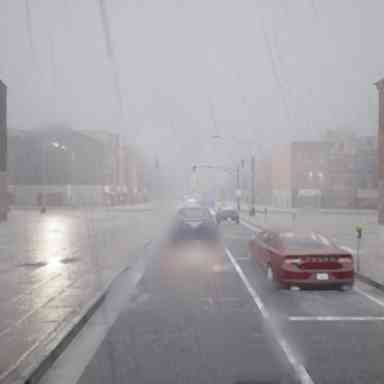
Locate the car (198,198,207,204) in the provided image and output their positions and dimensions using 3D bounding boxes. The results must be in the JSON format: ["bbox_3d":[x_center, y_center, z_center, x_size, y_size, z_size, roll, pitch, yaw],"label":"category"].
[{"bbox_3d":[2.691,2.255,84.520,1.967,1.590,4.097,-1,-1,0],"label":"car"}]

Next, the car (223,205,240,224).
[{"bbox_3d":[2.648,1.700,25.822,2.008,1.369,4.403,-1,0,0],"label":"car"}]

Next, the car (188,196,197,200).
[{"bbox_3d":[0.073,2.005,82.755,2.150,2.045,5.566,0,-1,0],"label":"car"}]

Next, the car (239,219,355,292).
[{"bbox_3d":[2.634,1.586,8.946,1.887,1.381,4.507,-1,0,0],"label":"car"}]

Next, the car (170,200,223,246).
[{"bbox_3d":[0.111,1.432,15.751,2.097,1.767,4.553,0,0,0],"label":"car"}]

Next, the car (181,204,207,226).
[{"bbox_3d":[0.151,1.673,25.569,1.812,1.442,4.674,0,0,1],"label":"car"}]

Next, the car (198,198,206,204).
[{"bbox_3d":[2.698,2.441,89.808,1.887,1.381,4.507,-1,-1,0],"label":"car"}]

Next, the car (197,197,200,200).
[{"bbox_3d":[2.672,1.838,63.363,2.192,1.841,5.009,-1,-1,0],"label":"car"}]

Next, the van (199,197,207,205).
[{"bbox_3d":[2.685,2.078,79.232,1.690,1.788,3.998,-1,-1,0],"label":"van"}]

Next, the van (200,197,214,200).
[{"bbox_3d":[2.664,1.742,52.781,1.690,1.788,3.998,-1,-1,0],"label":"van"}]
